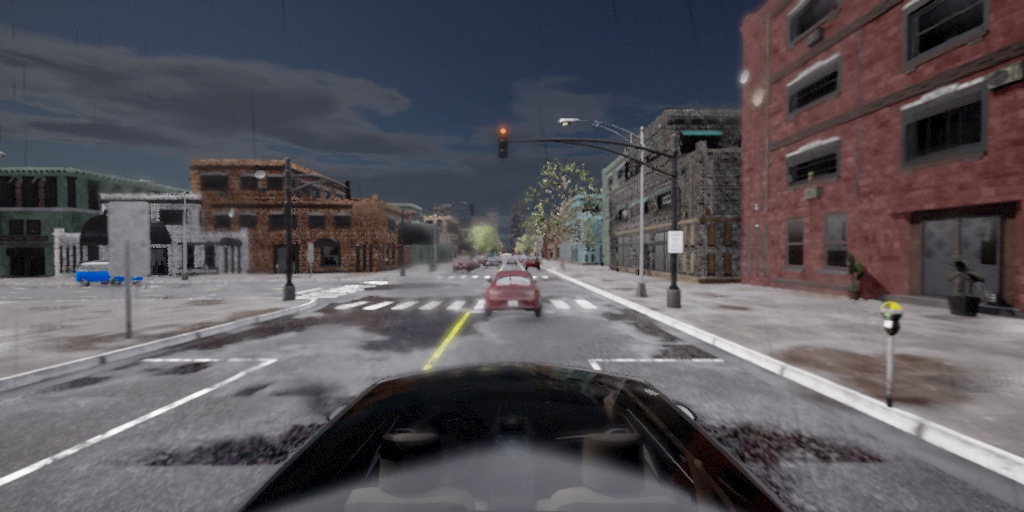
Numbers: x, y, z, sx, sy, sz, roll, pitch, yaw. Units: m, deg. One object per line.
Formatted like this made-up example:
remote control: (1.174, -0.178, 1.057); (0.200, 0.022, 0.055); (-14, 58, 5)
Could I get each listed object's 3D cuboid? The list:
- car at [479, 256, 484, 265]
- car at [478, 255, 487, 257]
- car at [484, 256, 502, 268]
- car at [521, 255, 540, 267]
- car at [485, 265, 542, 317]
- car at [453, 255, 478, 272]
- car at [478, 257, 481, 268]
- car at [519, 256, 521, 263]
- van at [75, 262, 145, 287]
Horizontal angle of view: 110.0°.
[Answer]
car: (-5.672, 1.106, 53.465); (1.802, 1.307, 4.207); (0, 0, 0)
car: (-5.669, 0.789, 64.553); (2.192, 1.841, 5.009); (0, 0, 0)
car: (-3.043, 1.078, 55.743); (1.994, 1.385, 4.181); (0, 0, 0)
car: (2.708, 0.863, 47.918); (2.192, 1.841, 5.009); (0, 0, 0)
car: (0.062, 1.229, 12.826); (1.812, 1.442, 4.674); (0, 0, 0)
car: (-5.674, 0.887, 42.376); (2.192, 1.841, 5.009); (0, 0, 0)
car: (-5.673, 1.093, 47.920); (1.888, 1.381, 4.507); (0, 0, 0)
car: (2.713, 1.026, 64.550); (2.007, 1.370, 4.403); (0, 0, 0)
van: (-30.289, 1.351, 27.068); (3.998, 1.789, 1.690); (0, 0, -1)
